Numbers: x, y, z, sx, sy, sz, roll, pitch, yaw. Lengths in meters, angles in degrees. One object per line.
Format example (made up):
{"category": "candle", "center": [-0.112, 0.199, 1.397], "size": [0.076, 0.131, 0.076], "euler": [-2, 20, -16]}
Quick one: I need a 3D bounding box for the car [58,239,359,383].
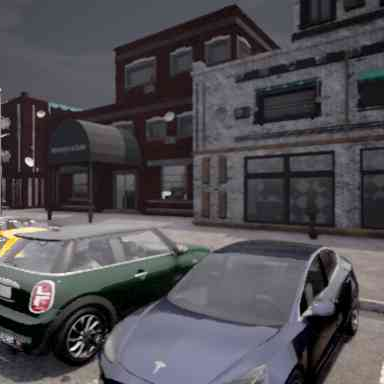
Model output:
{"category": "car", "center": [0.965, 1.509, 4.623], "size": [2.163, 1.488, 4.792], "euler": [0, 0, 35]}

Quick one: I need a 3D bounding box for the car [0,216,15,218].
{"category": "car", "center": [-5.728, 1.481, 9.382], "size": [2.231, 1.521, 4.892], "euler": [0, 0, 35]}

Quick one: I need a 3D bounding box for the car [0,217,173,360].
{"category": "car", "center": [-1.299, 1.354, 6.220], "size": [2.185, 1.767, 4.553], "euler": [0, 0, 35]}
